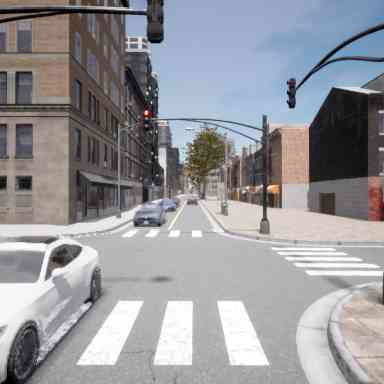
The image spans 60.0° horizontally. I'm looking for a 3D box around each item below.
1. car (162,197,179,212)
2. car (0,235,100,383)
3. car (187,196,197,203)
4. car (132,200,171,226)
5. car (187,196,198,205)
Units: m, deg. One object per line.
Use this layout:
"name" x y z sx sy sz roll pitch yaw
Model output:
"car" -2.845 1.508 38.552 1.812 1.442 4.674 0 0 0
"car" -2.852 1.523 5.475 1.812 1.442 4.674 0 0 0
"car" 0.082 1.547 69.286 1.994 1.385 4.181 0 0 0
"car" -2.861 1.537 23.359 2.033 1.411 5.357 0 0 0
"car" 0.080 1.529 59.004 2.033 1.411 5.357 0 0 1
